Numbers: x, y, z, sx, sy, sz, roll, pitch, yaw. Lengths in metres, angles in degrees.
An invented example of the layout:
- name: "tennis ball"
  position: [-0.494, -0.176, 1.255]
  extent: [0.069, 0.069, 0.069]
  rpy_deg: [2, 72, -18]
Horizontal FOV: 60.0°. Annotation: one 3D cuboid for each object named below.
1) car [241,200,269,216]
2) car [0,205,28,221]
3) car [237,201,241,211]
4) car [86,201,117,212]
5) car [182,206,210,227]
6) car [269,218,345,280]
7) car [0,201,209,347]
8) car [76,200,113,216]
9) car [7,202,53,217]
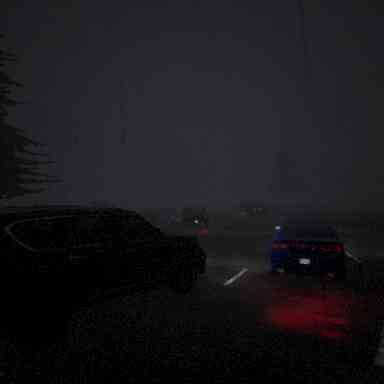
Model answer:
- name: "car"
  position: [6.983, 1.857, 36.057]
  extent: [2.033, 1.411, 5.357]
  rpy_deg: [0, -1, 1]
- name: "car"
  position: [-18.467, 2.017, 32.390]
  extent: [1.994, 1.385, 4.181]
  rpy_deg: [-1, -1, 27]
- name: "car"
  position: [7.480, 1.919, 46.929]
  extent: [1.837, 1.490, 4.892]
  rpy_deg: [-1, 0, 4]
- name: "car"
  position: [-12.940, 2.058, 47.933]
  extent: [2.128, 1.511, 4.902]
  rpy_deg: [-1, -1, 15]
- name: "car"
  position: [0.192, 1.863, 26.345]
  extent: [1.895, 1.301, 4.718]
  rpy_deg: [0, -1, -3]
- name: "car"
  position: [3.604, 1.559, 10.433]
  extent: [1.882, 1.535, 5.008]
  rpy_deg: [0, 0, 20]
- name: "car"
  position: [-2.033, 1.307, 6.848]
  extent: [2.150, 2.045, 5.566]
  rpy_deg: [0, 0, 40]
- name: "car"
  position: [-11.664, 1.832, 40.091]
  extent: [2.097, 1.767, 4.553]
  rpy_deg: [-1, -1, 19]
- name: "car"
  position: [-19.209, 2.007, 39.623]
  extent: [1.882, 1.535, 5.008]
  rpy_deg: [0, -1, 20]
